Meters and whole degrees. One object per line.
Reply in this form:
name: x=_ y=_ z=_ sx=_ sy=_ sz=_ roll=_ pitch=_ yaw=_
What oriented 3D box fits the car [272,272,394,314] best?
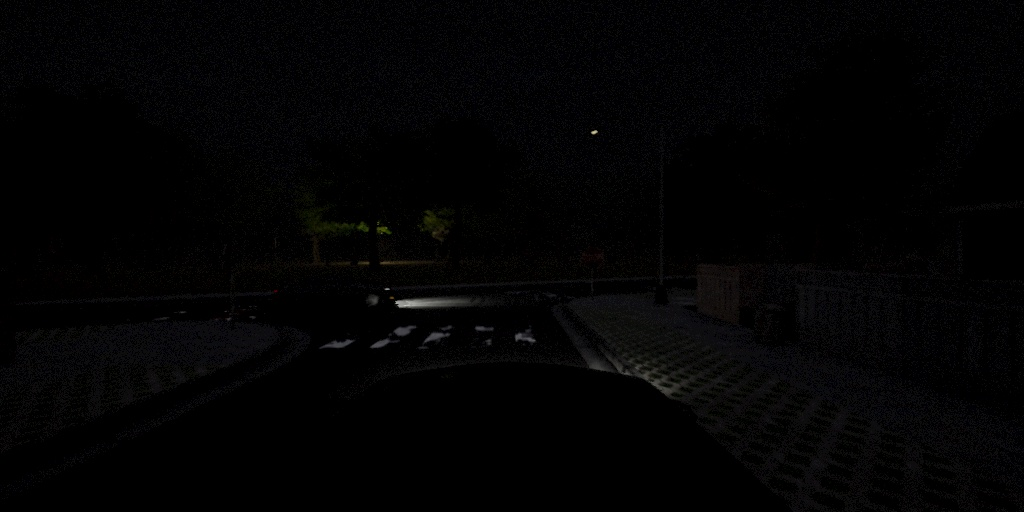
car: x=-6.828 y=1.339 z=13.990 sx=4.181 sy=1.385 sz=1.994 roll=-1 pitch=0 yaw=-23

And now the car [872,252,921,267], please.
car: x=39.658 y=0.648 z=37.036 sx=5.566 sy=2.045 sz=2.150 roll=0 pitch=0 yaw=-23
